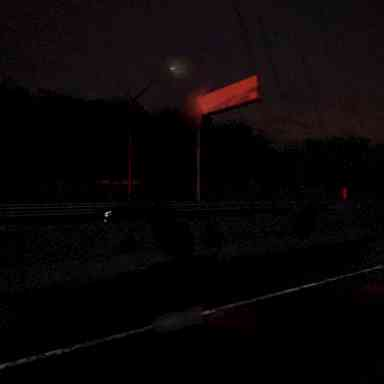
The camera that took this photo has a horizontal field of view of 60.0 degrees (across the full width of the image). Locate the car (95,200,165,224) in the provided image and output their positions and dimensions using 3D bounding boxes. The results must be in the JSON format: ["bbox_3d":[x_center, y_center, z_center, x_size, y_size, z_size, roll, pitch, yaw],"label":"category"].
[{"bbox_3d":[-4.168,1.368,22.504,4.553,1.767,2.097,0,0,-35],"label":"car"}]

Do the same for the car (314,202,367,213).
[{"bbox_3d":[11.575,1.620,25.116,4.674,1.442,1.812,0,0,-35],"label":"car"}]

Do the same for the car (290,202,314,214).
[{"bbox_3d":[10.435,1.593,28.600,4.902,1.511,2.128,0,0,-35],"label":"car"}]
